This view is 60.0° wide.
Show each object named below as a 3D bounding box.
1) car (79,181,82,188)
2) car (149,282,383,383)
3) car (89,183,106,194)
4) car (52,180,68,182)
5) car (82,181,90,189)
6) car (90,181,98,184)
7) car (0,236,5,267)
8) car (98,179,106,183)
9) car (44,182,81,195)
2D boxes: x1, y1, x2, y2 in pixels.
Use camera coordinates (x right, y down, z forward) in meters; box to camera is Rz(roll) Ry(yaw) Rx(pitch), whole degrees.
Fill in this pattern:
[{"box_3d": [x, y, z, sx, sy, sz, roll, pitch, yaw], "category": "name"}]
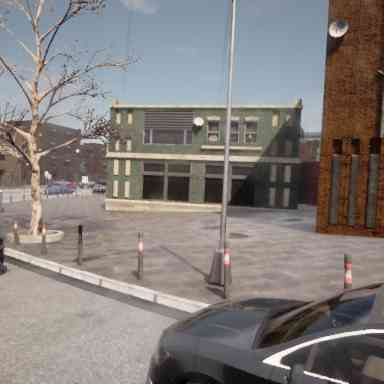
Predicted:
[{"box_3d": [-26.009, -1.475, 68.519, 5.008, 1.535, 2.097, 3, 2, 20], "category": "car"}, {"box_3d": [1.827, 1.505, 2.513, 4.892, 1.490, 1.837, 0, 0, 36], "category": "car"}, {"box_3d": [-14.359, -0.292, 55.021, 1.895, 1.301, 4.718, 3, 2, 19], "category": "car"}, {"box_3d": [-26.933, -1.533, 65.913, 4.553, 1.767, 2.185, 3, 3, 20], "category": "car"}, {"box_3d": [-25.042, -1.505, 71.100, 4.674, 1.452, 2.002, 3, 3, 20], "category": "car"}, {"box_3d": [-24.046, -1.739, 73.666, 4.553, 1.767, 2.185, 3, 3, 20], "category": "car"}, {"box_3d": [-7.049, 1.370, 9.446, 4.892, 1.490, 1.837, 2, 1, 39], "category": "car"}, {"box_3d": [-23.123, -1.688, 76.272, 4.892, 1.521, 2.231, 3, 3, 20], "category": "car"}, {"box_3d": [-19.355, -0.331, 49.178, 2.033, 1.411, 5.357, 3, 2, 16], "category": "car"}]
